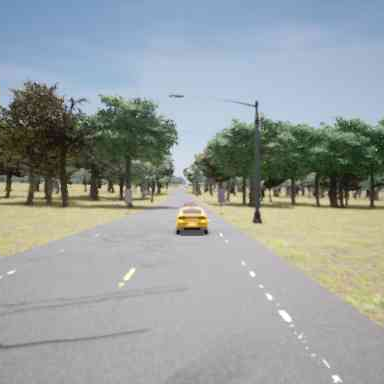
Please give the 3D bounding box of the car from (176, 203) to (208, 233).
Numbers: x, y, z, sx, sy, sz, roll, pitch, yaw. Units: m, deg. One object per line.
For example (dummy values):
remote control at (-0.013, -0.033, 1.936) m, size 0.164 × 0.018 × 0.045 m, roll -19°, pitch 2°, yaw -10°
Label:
car at (-0.003, 1.697, 21.358) m, size 1.882 × 1.535 × 5.008 m, roll 0°, pitch 0°, yaw 0°
